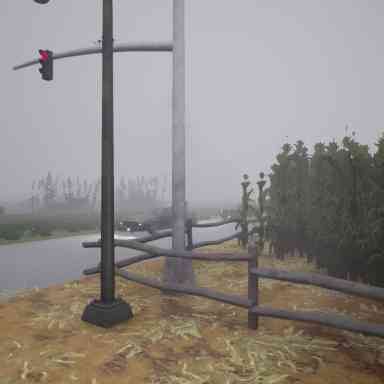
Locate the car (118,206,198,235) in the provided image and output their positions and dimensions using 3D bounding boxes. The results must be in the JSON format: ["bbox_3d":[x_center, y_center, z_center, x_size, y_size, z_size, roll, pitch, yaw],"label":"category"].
[{"bbox_3d":[-1.747,1.547,19.355,2.033,1.411,5.357,0,0,35],"label":"car"}]

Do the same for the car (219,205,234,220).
[{"bbox_3d":[4.188,1.601,27.761,1.895,1.301,4.718,0,0,36],"label":"car"}]
